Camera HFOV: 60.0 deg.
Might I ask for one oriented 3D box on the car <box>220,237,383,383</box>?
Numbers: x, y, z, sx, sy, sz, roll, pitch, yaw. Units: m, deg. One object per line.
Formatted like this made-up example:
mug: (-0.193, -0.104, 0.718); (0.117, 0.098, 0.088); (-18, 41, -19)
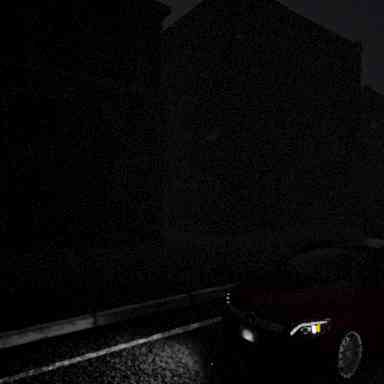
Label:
car: (2.602, 1.532, 5.534); (4.674, 1.442, 1.812); (0, 0, -35)
